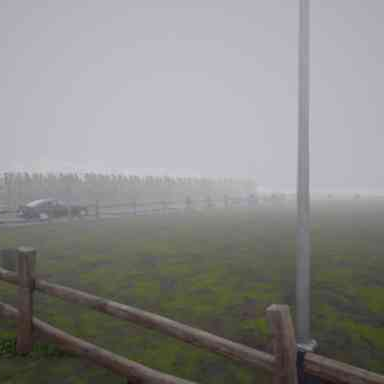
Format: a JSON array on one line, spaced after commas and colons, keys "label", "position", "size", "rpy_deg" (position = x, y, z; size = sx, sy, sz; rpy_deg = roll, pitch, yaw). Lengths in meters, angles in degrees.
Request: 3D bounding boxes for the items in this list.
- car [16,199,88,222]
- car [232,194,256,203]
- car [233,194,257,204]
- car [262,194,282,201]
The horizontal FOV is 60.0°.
[{"label": "car", "position": [-9.818, 1.227, 23.792], "size": [1.882, 1.535, 5.008], "rpy_deg": [-1, 0, 36]}, {"label": "car", "position": [8.469, 1.065, 53.961], "size": [1.895, 1.301, 4.718], "rpy_deg": [-1, 0, 36]}, {"label": "car", "position": [7.677, 0.968, 48.063], "size": [2.128, 1.511, 4.902], "rpy_deg": [-1, 0, 36]}, {"label": "car", "position": [13.655, 0.985, 56.469], "size": [1.895, 1.301, 4.718], "rpy_deg": [-1, 0, 36]}]
